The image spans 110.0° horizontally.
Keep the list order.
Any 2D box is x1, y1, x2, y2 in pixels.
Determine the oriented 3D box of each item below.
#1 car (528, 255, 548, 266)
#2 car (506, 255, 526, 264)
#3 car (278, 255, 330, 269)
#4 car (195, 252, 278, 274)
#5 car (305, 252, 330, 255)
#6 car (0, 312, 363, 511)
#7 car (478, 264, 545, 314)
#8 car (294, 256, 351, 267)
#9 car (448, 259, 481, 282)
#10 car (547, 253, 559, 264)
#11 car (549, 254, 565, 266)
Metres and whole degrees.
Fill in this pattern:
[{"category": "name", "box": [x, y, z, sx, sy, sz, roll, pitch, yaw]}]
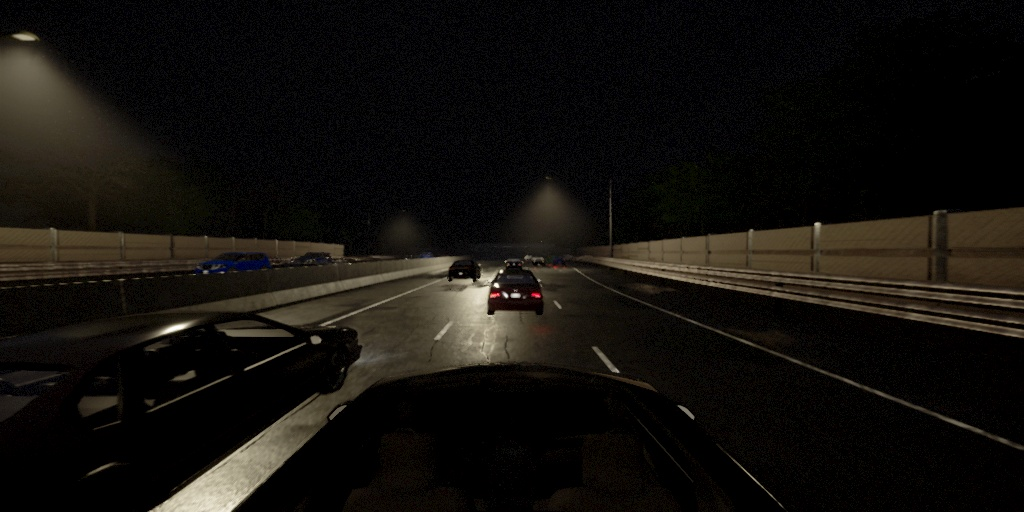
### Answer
[{"category": "car", "box": [3.726, 0.864, 52.148, 1.895, 1.301, 4.718, 0, 0, 1]}, {"category": "car", "box": [0.229, 0.914, 40.509, 2.033, 1.411, 5.357, 0, 1, 0]}, {"category": "car", "box": [-17.531, 0.959, 29.805, 2.128, 1.511, 4.902, 0, 1, 0]}, {"category": "car", "box": [-21.045, 0.715, 27.407, 2.150, 2.045, 5.566, 0, 0, 0]}, {"category": "car", "box": [-23.702, 0.563, 43.106, 2.150, 2.045, 5.566, 0, 1, -3]}, {"category": "car", "box": [-3.399, 1.279, 3.496, 2.033, 1.411, 5.357, 0, 1, 0]}, {"category": "car", "box": [0.107, 1.184, 13.033, 2.033, 1.411, 5.357, 0, 1, 0]}, {"category": "car", "box": [-14.043, 0.981, 27.593, 2.128, 1.511, 4.902, 0, 1, 0]}, {"category": "car", "box": [-3.354, 0.984, 25.992, 1.882, 1.535, 5.008, 0, 1, 0]}, {"category": "car", "box": [7.358, 0.394, 64.306, 2.150, 2.045, 5.566, 0, 0, 1]}, {"category": "car", "box": [7.124, 0.767, 55.121, 1.812, 1.442, 4.674, 0, 0, 2]}]
